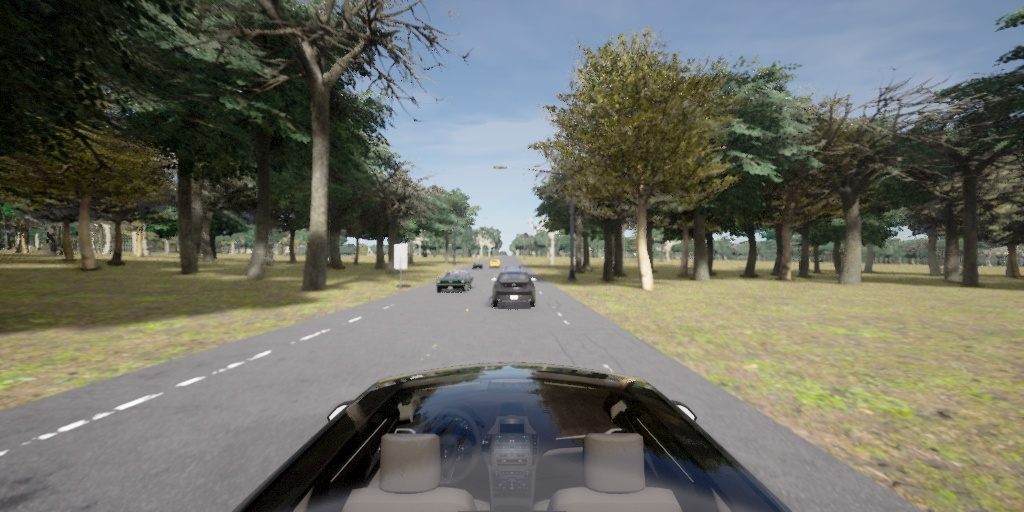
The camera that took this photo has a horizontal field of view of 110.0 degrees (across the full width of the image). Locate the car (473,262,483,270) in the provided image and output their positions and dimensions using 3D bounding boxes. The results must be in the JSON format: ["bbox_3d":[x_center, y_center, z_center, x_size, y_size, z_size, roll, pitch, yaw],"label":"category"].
[{"bbox_3d":[-6.081,1.740,63.971,1.895,1.301,4.718,0,0,-6],"label":"car"}]

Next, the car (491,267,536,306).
[{"bbox_3d":[0.085,1.442,16.914,1.837,1.490,4.892,0,-1,0],"label":"car"}]

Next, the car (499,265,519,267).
[{"bbox_3d":[0.076,1.626,35.561,2.033,1.411,5.357,0,0,0],"label":"car"}]

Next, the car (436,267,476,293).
[{"bbox_3d":[-3.619,1.598,23.289,1.895,1.301,4.718,0,-1,0],"label":"car"}]
